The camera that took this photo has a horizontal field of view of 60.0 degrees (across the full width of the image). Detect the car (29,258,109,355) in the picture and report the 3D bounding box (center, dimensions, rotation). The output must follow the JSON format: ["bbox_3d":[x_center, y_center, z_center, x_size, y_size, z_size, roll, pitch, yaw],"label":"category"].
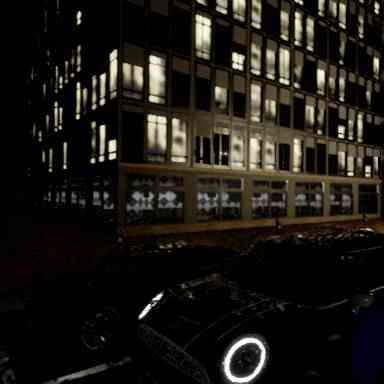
[{"bbox_3d":[-0.580,1.589,6.142,4.313,1.339,1.947,1,0,-36],"label":"car"}]

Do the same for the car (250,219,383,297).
[{"bbox_3d":[3.928,1.617,9.359,4.403,1.369,2.008,1,0,-36],"label":"car"}]

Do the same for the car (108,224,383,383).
[{"bbox_3d":[1.499,1.380,4.440,4.553,1.767,2.097,1,0,-35],"label":"car"}]
